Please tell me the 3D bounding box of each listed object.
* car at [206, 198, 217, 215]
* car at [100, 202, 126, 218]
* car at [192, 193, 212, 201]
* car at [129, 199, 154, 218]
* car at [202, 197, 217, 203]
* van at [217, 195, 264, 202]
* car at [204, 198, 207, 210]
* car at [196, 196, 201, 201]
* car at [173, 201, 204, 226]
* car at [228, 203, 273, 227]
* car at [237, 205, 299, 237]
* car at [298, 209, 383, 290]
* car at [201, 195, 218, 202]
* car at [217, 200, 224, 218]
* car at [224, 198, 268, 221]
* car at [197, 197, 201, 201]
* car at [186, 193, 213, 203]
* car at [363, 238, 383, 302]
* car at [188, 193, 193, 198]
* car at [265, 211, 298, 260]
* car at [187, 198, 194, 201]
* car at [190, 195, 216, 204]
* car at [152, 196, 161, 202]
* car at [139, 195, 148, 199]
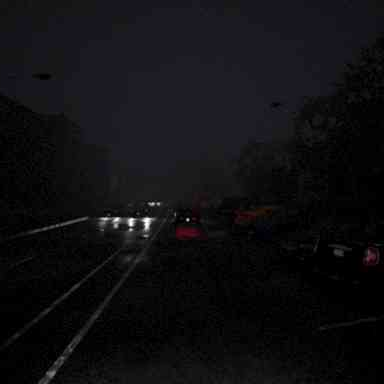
[{"bbox_3d":[4.482,1.690,34.871,5.008,1.535,2.097,1,0,-23],"label":"car"},{"bbox_3d":[-7.867,1.758,33.617,2.033,1.411,5.357,0,0,-3],"label":"car"},{"bbox_3d":[3.442,1.546,52.691,5.566,2.045,2.435,1,0,-24],"label":"car"},{"bbox_3d":[-5.030,1.727,32.810,1.812,1.442,4.674,0,0,-3],"label":"car"},{"bbox_3d":[4.337,1.734,40.884,5.366,1.575,1.946,1,-1,-23],"label":"car"},{"bbox_3d":[4.843,1.423,28.991,4.442,1.987,1.878,1,-1,-22],"label":"van"},{"bbox_3d":[4.318,1.712,37.844,5.008,1.535,2.097,1,-1,-23],"label":"car"},{"bbox_3d":[3.629,1.794,49.706,4.892,1.521,2.231,1,0,-24],"label":"car"},{"bbox_3d":[-0.363,1.641,24.810,1.837,1.490,4.892,0,0,-2],"label":"car"},{"bbox_3d":[5.027,1.588,20.032,5.008,1.535,2.097,1,-1,-22],"label":"car"},{"bbox_3d":[5.081,1.600,17.049,4.792,1.488,2.163,1,0,-21],"label":"car"},{"bbox_3d":[5.238,1.397,8.142,4.553,1.767,2.185,1,-1,-21],"label":"car"},{"bbox_3d":[4.026,1.631,43.783,4.553,1.767,2.185,1,0,-23],"label":"car"},{"bbox_3d":[4.853,1.626,25.966,5.008,1.535,2.097,1,0,-22],"label":"car"},{"bbox_3d":[4.914,1.481,22.995,4.553,1.767,2.185,1,-1,-22],"label":"car"},{"bbox_3d":[3.809,1.777,46.742,5.008,1.535,2.097,1,-1,-24],"label":"car"},{"bbox_3d":[1.662,1.312,73.426,5.566,2.045,2.435,0,1,-26],"label":"car"},{"bbox_3d":[5.301,1.549,5.174,4.674,1.452,2.002,1,0,-21],"label":"car"},{"bbox_3d":[2.703,1.499,61.554,5.566,2.045,2.435,1,1,-25],"label":"car"},{"bbox_3d":[5.237,1.539,11.116,4.892,1.521,2.231,1,0,-21],"label":"car"},{"bbox_3d":[-1.123,1.823,41.353,1.994,1.385,4.181,0,0,-3],"label":"car"},{"bbox_3d":[2.232,1.543,67.509,4.553,1.767,2.185,0,1,-25],"label":"car"},{"bbox_3d":[-7.985,1.533,74.259,1.994,1.385,4.181,0,1,-6],"label":"car"},{"bbox_3d":[-10.855,1.457,74.791,2.128,1.511,4.902,0,1,-6],"label":"car"}]
